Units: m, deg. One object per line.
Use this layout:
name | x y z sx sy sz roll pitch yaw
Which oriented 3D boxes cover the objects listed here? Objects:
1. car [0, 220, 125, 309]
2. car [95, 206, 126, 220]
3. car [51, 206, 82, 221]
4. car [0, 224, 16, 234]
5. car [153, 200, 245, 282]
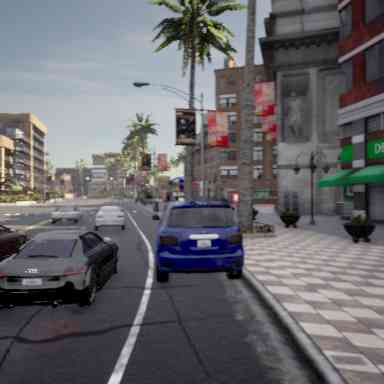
car | -3.021 1.621 8.090 1.994 1.385 4.181 -1 0 -3
car | -5.417 1.652 22.144 1.812 1.442 4.674 0 0 -12
car | -10.077 1.788 27.046 1.895 1.301 4.718 -1 0 -13
car | -6.752 1.665 10.562 1.994 1.385 4.181 0 0 -7
car | -0.007 1.253 10.087 2.150 2.045 5.566 -1 0 -6
